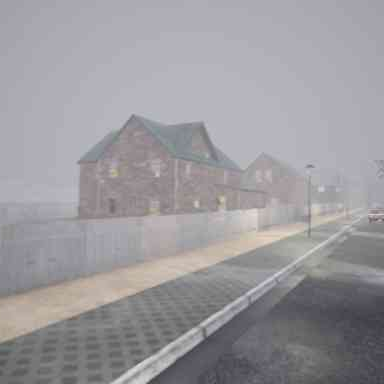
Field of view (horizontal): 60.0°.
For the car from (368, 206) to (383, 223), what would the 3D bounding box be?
[{"bbox_3d":[18.383,2.346,32.434,1.895,1.301,4.718,0,-1,31],"label":"car"}]
